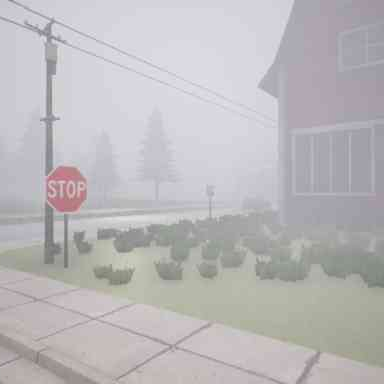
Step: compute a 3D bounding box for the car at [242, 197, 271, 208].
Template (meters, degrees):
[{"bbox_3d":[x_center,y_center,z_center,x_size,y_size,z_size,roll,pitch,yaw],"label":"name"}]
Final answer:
[{"bbox_3d":[7.828,1.352,39.944,2.097,1.767,4.553,0,0,36],"label":"car"}]
